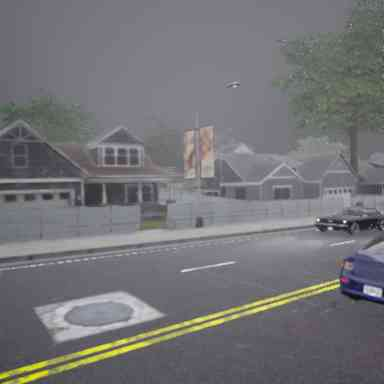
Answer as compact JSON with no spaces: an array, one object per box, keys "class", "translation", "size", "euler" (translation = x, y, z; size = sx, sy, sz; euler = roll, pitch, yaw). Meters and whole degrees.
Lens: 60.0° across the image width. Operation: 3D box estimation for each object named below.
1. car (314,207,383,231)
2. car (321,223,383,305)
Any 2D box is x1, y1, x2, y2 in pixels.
[{"class":"car","translation":[8.690,1.486,17.871],"size":[4.718,1.301,1.895],"euler":[-1,0,-36]},{"class":"car","translation":[4.922,1.491,6.950],"size":[4.674,1.442,1.812],"euler":[0,0,-36]}]
